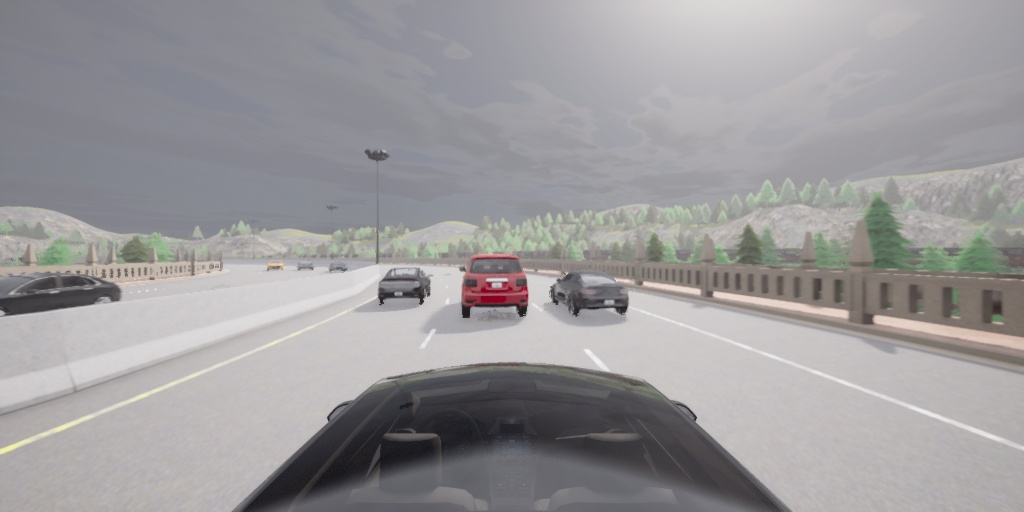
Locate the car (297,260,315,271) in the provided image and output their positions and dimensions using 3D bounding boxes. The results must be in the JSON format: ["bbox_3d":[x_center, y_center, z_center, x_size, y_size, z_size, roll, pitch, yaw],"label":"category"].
[{"bbox_3d":[-28.976,1.333,50.444,1.812,1.442,4.674,0,0,-32],"label":"car"}]

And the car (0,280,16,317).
[{"bbox_3d":[-10.789,1.281,4.585,2.128,1.511,4.902,0,0,-3],"label":"car"}]

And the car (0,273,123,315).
[{"bbox_3d":[-14.770,1.303,10.841,1.837,1.490,4.892,0,0,-7],"label":"car"}]

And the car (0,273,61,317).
[{"bbox_3d":[-18.415,1.375,11.857,1.994,1.385,4.181,0,0,-8],"label":"car"}]

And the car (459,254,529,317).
[{"bbox_3d":[-0.766,0.961,13.370,2.150,2.045,5.566,0,0,-7],"label":"car"}]

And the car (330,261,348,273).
[{"bbox_3d":[-21.763,1.350,44.996,1.994,1.385,4.181,0,0,-28],"label":"car"}]

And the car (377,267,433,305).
[{"bbox_3d":[-4.726,1.243,16.239,2.128,1.511,4.902,0,0,-8],"label":"car"}]

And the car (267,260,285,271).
[{"bbox_3d":[-33.129,1.302,50.300,1.882,1.535,5.008,0,0,-34],"label":"car"}]

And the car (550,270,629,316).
[{"bbox_3d":[2.722,1.251,13.262,1.812,1.442,4.674,0,0,-6],"label":"car"}]
